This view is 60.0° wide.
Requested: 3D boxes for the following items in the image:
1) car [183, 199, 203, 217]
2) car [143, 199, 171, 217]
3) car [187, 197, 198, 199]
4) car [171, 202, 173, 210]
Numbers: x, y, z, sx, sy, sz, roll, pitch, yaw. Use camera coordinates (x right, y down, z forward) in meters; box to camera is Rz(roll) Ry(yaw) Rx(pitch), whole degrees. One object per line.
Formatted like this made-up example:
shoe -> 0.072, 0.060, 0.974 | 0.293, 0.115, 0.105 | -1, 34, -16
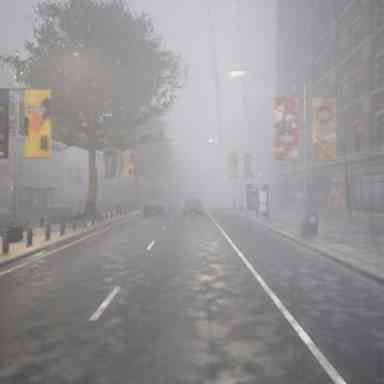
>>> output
car -> 0.111, 1.635, 32.037 | 1.895, 1.301, 4.718 | 0, 0, 0
car -> -3.399, 1.511, 31.465 | 1.882, 1.535, 5.008 | 0, 0, 0
car -> 0.113, 1.396, 41.803 | 2.097, 1.767, 4.553 | 0, 0, 0
car -> -3.472, 1.592, 41.604 | 2.033, 1.411, 5.357 | 0, 0, 0
